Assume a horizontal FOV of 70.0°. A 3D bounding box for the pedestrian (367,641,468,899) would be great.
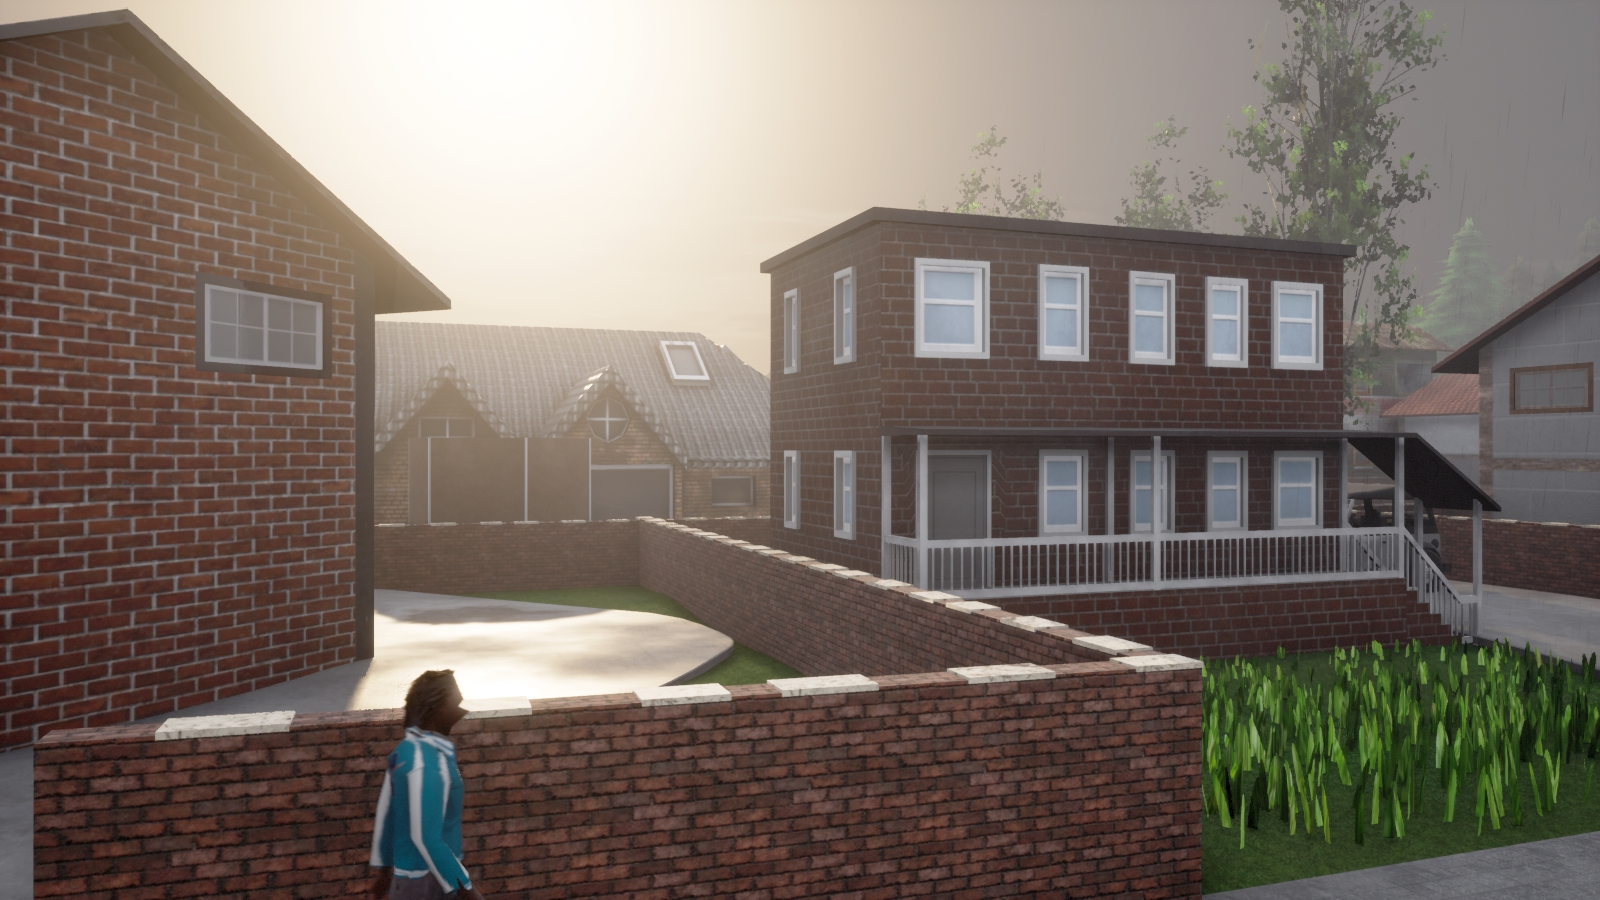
[{"bbox_3d":[-1.556,1.747,4.638,0.375,1.860,0.375,0,0,-20],"label":"pedestrian"}]
